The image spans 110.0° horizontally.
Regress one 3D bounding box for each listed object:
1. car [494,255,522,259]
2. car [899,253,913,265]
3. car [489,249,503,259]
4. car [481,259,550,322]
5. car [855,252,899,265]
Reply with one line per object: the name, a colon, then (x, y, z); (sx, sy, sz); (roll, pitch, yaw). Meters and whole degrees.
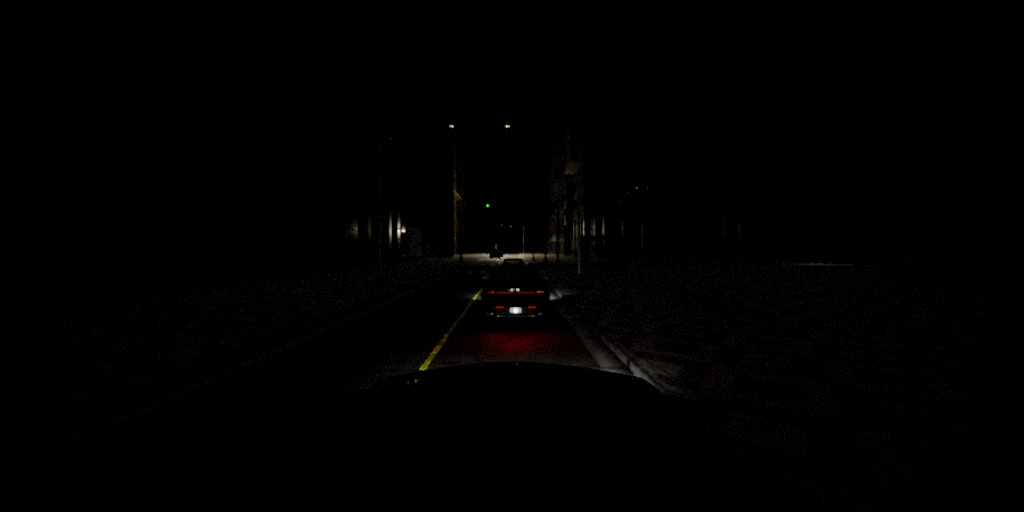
car: (0.083, 0.826, 22.007); (1.994, 1.385, 4.181); (0, 1, 0)
car: (40.923, 0.161, 34.386); (5.008, 1.535, 1.882); (0, 1, 0)
car: (-3.029, -0.205, 64.109); (2.033, 1.411, 5.357); (0, 1, 1)
car: (0.094, 1.026, 11.221); (1.837, 1.490, 4.892); (0, 1, 0)
car: (38.887, 0.263, 37.498); (4.718, 1.301, 1.895); (0, 1, 1)
